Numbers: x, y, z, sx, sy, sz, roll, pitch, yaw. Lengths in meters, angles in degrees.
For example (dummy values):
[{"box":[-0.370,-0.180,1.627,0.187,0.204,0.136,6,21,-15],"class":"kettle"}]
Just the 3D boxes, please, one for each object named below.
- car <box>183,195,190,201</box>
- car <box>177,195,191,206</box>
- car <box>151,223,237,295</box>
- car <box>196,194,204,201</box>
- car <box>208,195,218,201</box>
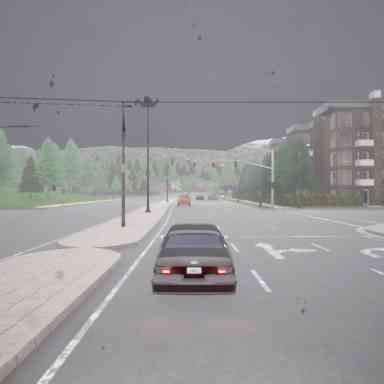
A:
[{"box":[-1.429,1.522,85.436,1.812,1.442,4.674,0,0,0],"class":"car"},{"box":[-1.298,1.351,54.611,2.097,1.767,4.553,0,0,-1],"class":"car"},{"box":[0.052,1.547,8.865,2.033,1.411,5.357,0,0,0],"class":"car"},{"box":[2.071,1.476,85.471,1.882,1.535,5.008,0,0,0],"class":"car"},{"box":[5.571,1.538,85.475,2.033,1.411,5.357,0,0,0],"class":"car"}]
